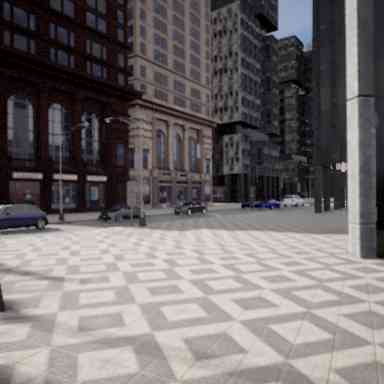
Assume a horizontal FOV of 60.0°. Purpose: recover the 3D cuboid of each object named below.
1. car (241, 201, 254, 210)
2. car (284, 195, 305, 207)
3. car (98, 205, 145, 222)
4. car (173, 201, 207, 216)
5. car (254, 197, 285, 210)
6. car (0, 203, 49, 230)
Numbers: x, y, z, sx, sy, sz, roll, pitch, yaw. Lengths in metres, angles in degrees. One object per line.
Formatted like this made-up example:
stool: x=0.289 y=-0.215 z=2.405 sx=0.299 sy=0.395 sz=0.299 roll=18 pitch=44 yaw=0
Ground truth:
car: x=9.183 y=1.949 z=50.336 sx=1.895 sy=1.301 sz=4.718 roll=-1 pitch=-1 yaw=36
car: x=17.207 y=1.557 z=56.278 sx=2.150 sy=2.045 sz=5.566 roll=-1 pitch=-1 yaw=37
car: x=-6.090 y=1.841 z=29.108 sx=1.994 sy=1.385 sz=4.181 roll=-1 pitch=-1 yaw=36
car: x=-0.133 y=1.811 z=37.437 sx=1.837 sy=1.490 sz=4.892 roll=-1 pitch=-1 yaw=36
car: x=11.277 y=1.788 z=47.936 sx=1.882 sy=1.535 sz=5.008 roll=-1 pitch=-1 yaw=36
car: x=-11.726 y=1.600 z=21.268 sx=2.097 sy=1.767 sz=4.553 roll=-1 pitch=-1 yaw=37
